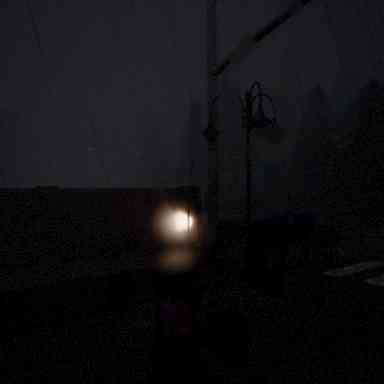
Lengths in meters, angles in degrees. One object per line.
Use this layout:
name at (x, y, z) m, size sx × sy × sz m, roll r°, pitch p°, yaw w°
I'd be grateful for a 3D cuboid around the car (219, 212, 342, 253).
car at (3.065, 1.418, 12.730) m, size 4.718 × 1.301 × 1.895 m, roll 3°, pitch 1°, yaw 17°
